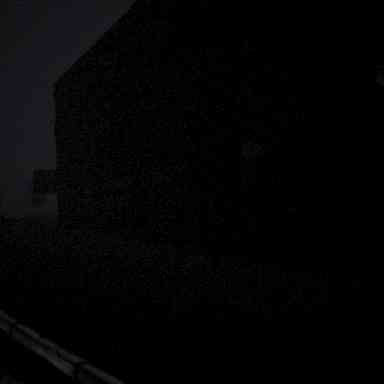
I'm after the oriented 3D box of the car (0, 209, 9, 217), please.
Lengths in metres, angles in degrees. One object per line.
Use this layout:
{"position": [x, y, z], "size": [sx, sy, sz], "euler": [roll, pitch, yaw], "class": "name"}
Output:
{"position": [-36.194, 3.973, 63.169], "size": [1.812, 1.442, 4.674], "euler": [-2, -2, -19], "class": "car"}
